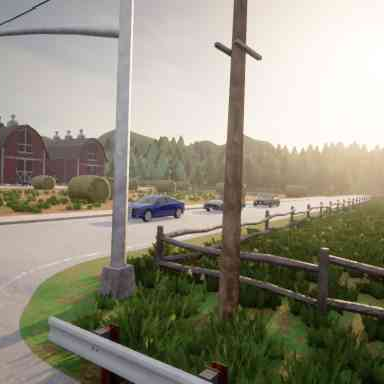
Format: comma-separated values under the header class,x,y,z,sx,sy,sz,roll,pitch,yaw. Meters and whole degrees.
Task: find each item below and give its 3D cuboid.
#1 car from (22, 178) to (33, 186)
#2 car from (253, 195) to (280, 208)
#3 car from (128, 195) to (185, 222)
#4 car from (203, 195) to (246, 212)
class,x,y,z,sx,sy,sz,roll,pitch,yaw
car,-38.961,-2.351,79.378,1.905,1.878,3.866,8,2,-13
car,8.542,0.992,37.836,1.994,1.385,4.181,3,2,33
car,-2.413,0.939,21.219,1.882,1.535,5.008,3,2,33
car,3.026,0.992,29.481,2.033,1.411,5.357,3,2,33
